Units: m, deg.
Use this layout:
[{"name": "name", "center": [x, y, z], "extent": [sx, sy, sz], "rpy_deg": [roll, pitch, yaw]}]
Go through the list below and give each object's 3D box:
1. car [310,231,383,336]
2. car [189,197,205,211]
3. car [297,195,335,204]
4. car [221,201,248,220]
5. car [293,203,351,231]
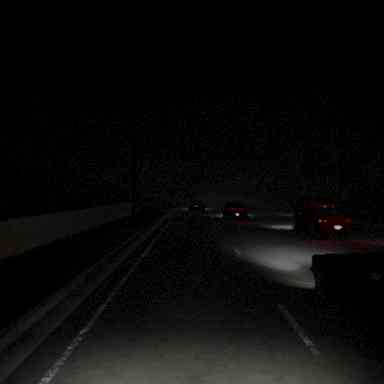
[{"name": "car", "center": [3.600, 1.612, 5.448], "extent": [1.895, 1.301, 4.718], "rpy_deg": [0, 0, 0]}, {"name": "car", "center": [0.618, 1.644, 41.354], "extent": [1.994, 1.385, 4.181], "rpy_deg": [0, 0, 2]}, {"name": "car", "center": [10.688, 1.278, 29.275], "extent": [2.150, 2.045, 5.566], "rpy_deg": [0, 0, 1]}, {"name": "car", "center": [3.705, 1.561, 29.185], "extent": [1.837, 1.490, 4.892], "rpy_deg": [0, 0, 1]}, {"name": "car", "center": [7.103, 1.562, 18.517], "extent": [1.812, 1.442, 4.674], "rpy_deg": [0, 0, 0]}]
